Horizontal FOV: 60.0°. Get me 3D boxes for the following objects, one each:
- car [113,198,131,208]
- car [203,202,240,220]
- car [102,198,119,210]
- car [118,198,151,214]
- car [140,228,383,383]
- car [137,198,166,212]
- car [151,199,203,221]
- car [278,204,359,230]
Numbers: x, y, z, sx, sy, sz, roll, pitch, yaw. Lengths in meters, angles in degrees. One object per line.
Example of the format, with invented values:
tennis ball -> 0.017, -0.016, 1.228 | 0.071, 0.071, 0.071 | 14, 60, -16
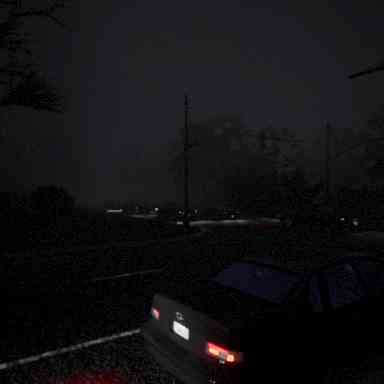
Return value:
car -> -11.395, 1.719, 53.884 | 1.812, 1.442, 4.674 | 0, -1, -25
car -> 1.897, 1.570, 28.967 | 2.033, 1.411, 5.357 | 0, 0, -31
car -> -10.662, 1.672, 44.508 | 1.994, 1.385, 4.181 | 0, 0, -27
car -> -6.017, 1.524, 35.734 | 1.882, 1.535, 5.008 | 0, 0, -29
car -> 1.936, 1.553, 5.060 | 5.357, 1.411, 2.033 | 0, 0, -35
car -> -5.130, 1.553, 41.397 | 1.882, 1.535, 5.008 | 0, -1, -28
car -> -1.390, 1.524, 27.661 | 1.837, 1.490, 4.892 | 0, 0, -30
car -> 7.688, 1.514, 20.635 | 2.128, 1.511, 4.902 | 0, 0, -39
